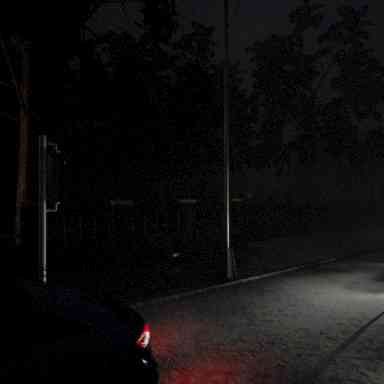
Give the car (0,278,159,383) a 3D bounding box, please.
[{"bbox_3d":[-2.379,1.564,2.835,4.181,1.385,1.994,0,0,-38],"label":"car"}]
